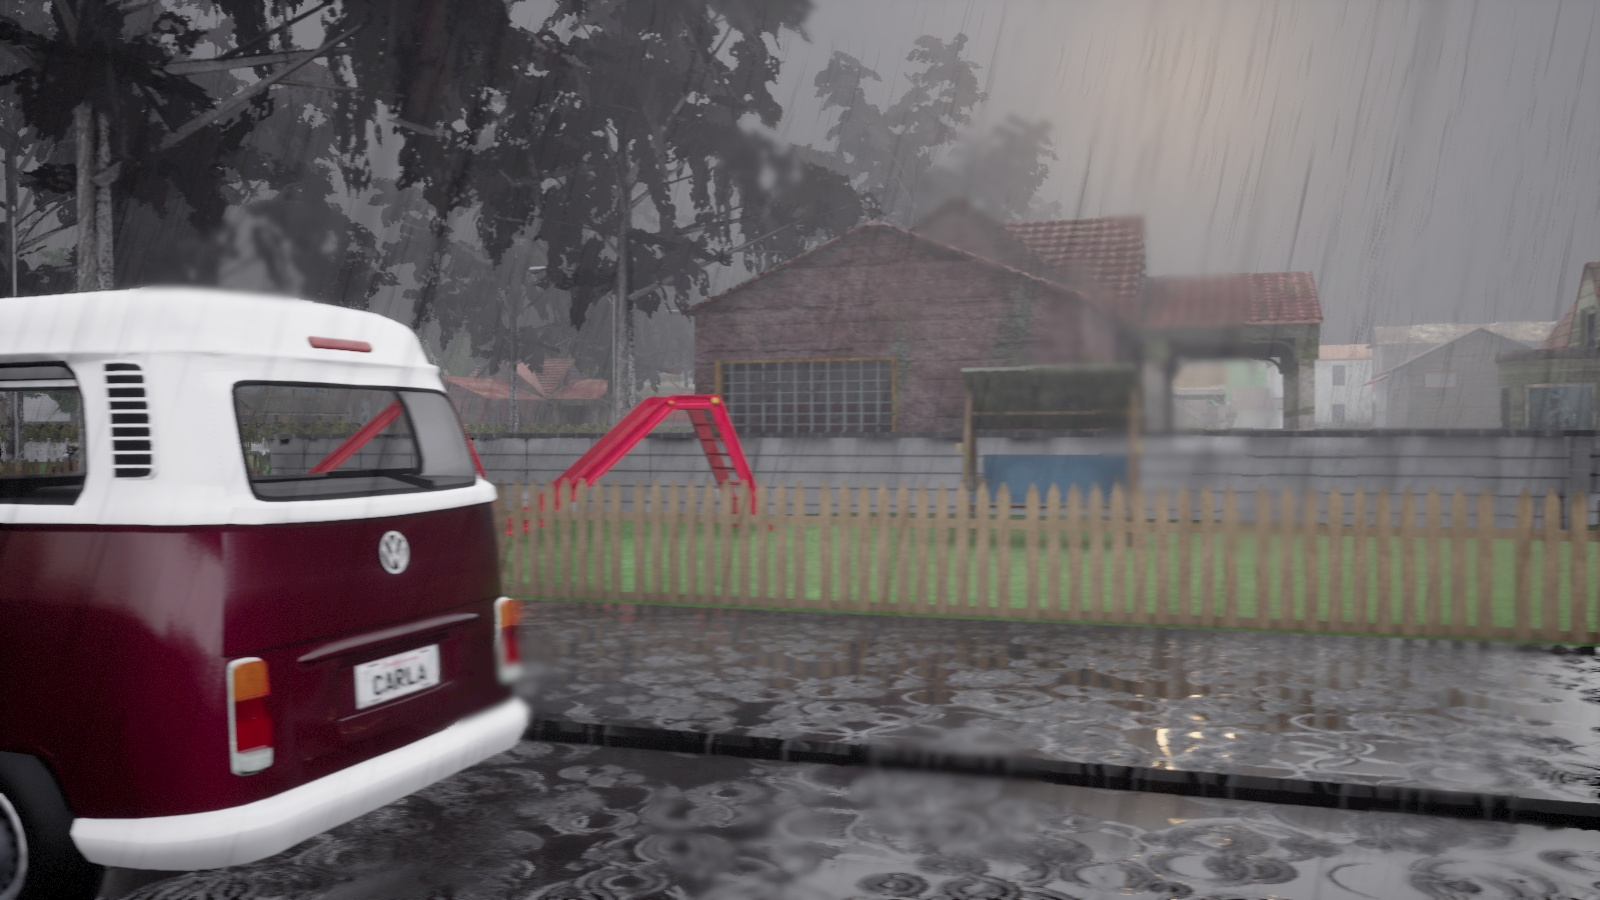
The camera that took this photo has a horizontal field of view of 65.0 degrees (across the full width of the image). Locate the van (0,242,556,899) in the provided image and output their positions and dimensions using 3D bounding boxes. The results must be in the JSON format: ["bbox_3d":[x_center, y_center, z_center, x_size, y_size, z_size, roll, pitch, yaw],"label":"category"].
[{"bbox_3d":[-3.454,0.459,4.880,4.480,2.038,2.069,1,1,19],"label":"van"}]
